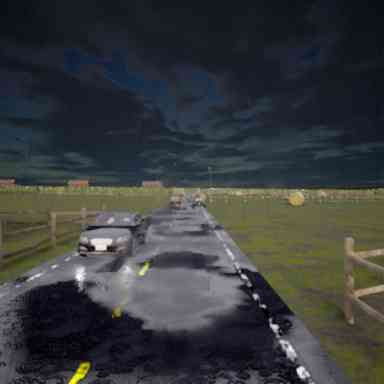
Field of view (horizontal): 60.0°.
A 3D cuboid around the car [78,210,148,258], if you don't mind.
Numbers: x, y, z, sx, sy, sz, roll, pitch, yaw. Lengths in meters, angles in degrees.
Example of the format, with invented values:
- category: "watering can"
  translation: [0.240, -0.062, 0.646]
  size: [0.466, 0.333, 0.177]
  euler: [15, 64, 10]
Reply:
- category: "car"
  translation: [-2.851, 1.476, 12.860]
  size: [2.128, 1.511, 4.902]
  euler: [0, 0, 0]

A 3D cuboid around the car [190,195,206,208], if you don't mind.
- category: "car"
  translation: [0.962, 1.465, 46.236]
  size: [1.812, 1.442, 4.674]
  euler: [0, 0, 0]

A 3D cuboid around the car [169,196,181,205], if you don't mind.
- category: "car"
  translation: [-2.800, 1.401, 55.593]
  size: [1.882, 1.535, 5.008]
  euler: [0, 0, 1]

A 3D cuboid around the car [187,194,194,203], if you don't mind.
- category: "car"
  translation: [-0.001, 1.398, 65.314]
  size: [2.128, 1.511, 4.902]
  euler: [0, 0, 0]

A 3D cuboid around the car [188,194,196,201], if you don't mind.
- category: "car"
  translation: [-0.001, 1.301, 81.286]
  size: [1.882, 1.535, 5.008]
  euler: [0, 0, 0]
